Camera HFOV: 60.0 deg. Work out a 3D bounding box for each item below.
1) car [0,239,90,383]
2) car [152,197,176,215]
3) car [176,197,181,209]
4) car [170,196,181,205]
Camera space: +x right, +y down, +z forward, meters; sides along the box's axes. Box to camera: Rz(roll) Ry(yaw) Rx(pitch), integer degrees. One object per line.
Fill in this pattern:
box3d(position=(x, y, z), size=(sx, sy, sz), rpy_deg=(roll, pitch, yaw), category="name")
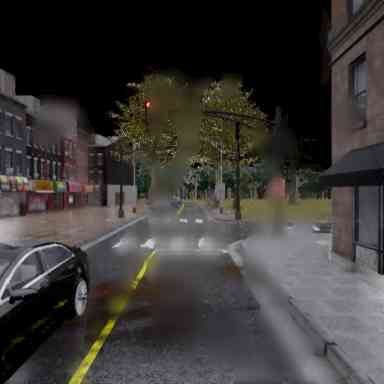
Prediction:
box3d(position=(-2.859, 1.490, 4.524), size=(2.128, 1.511, 4.902), rpy_deg=(0, 0, 0), category="car")
box3d(position=(-2.915, 1.503, 33.772), size=(1.882, 1.535, 5.008), rpy_deg=(0, 0, -1), category="car")
box3d(position=(-2.927, 1.536, 46.779), size=(1.882, 1.535, 5.008), rpy_deg=(0, 0, 0), category="car")
box3d(position=(-2.961, 1.567, 60.382), size=(1.882, 1.535, 5.008), rpy_deg=(0, 0, -1), category="car")
